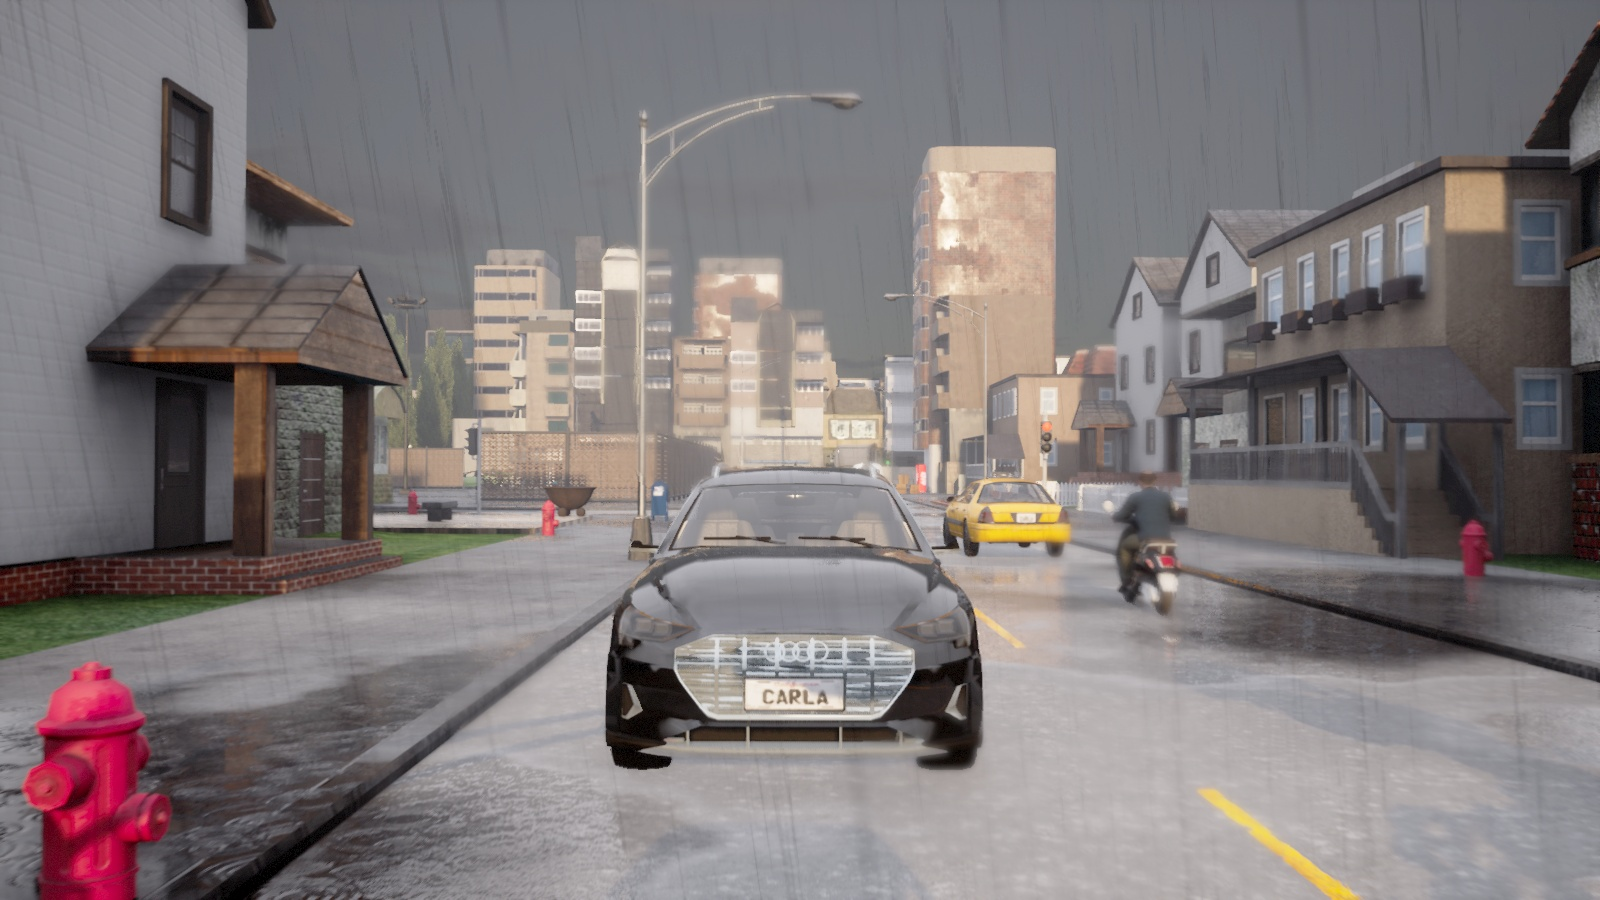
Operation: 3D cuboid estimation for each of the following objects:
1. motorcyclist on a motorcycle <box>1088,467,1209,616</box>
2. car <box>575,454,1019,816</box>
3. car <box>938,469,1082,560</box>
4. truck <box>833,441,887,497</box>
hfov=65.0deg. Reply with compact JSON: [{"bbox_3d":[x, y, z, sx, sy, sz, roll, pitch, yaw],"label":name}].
[{"bbox_3d":[3.961,1.001,14.418,0.866,1.590,1.817,0,-1,0],"label":"motorcyclist on a motorcycle"},{"bbox_3d":[-0.025,0.886,8.194,2.033,1.649,4.856,0,-1,0],"label":"car"},{"bbox_3d":[3.940,1.159,24.466,1.801,1.575,5.366,0,-1,-1],"label":"car"},{"bbox_3d":[3.796,1.217,81.449,2.891,3.462,7.936,0,-1,-2],"label":"truck"}]
